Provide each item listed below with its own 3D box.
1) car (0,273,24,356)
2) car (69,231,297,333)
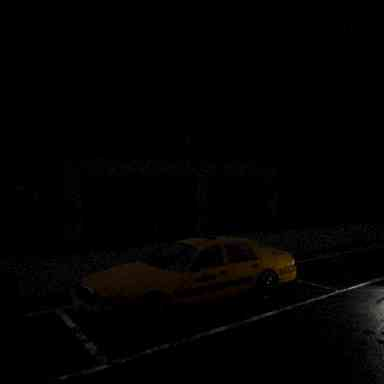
[{"bbox_3d":[-4.239,1.567,3.635,4.313,1.339,1.947,0,-1,-36],"label":"car"},{"bbox_3d":[0.102,1.522,6.738,4.829,1.417,1.752,0,-1,-36],"label":"car"}]
